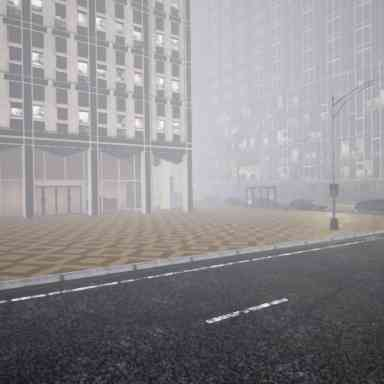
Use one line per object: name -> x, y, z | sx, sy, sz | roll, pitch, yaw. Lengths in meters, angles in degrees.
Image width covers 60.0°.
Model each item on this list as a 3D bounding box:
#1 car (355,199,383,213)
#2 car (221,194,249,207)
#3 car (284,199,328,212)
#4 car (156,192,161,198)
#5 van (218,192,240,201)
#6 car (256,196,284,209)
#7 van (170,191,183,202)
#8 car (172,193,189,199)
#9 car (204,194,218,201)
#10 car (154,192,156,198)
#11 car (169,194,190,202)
car -> 18.598, 1.393, 32.934 | 1.812, 1.442, 4.674 | -1, 1, -36
car -> 6.420, 1.317, 45.984 | 1.947, 1.339, 4.313 | -1, 1, -34
car -> 12.761, 1.421, 36.547 | 1.947, 1.339, 4.313 | -1, 1, -34
car -> -5.820, 0.612, 78.905 | 2.192, 1.841, 5.009 | 0, 1, -34
van -> 6.986, 0.852, 60.121 | 1.690, 1.788, 3.998 | -1, 1, -34
car -> 9.573, 1.385, 41.256 | 1.802, 1.307, 4.206 | -1, 1, -34
van -> -3.139, 0.935, 60.098 | 1.690, 1.788, 3.998 | 0, 1, -34
car -> -2.618, 0.933, 74.213 | 1.802, 1.307, 4.206 | 0, 1, -34
car -> 3.785, 1.040, 64.820 | 1.802, 1.307, 4.206 | -1, 1, -34
car -> -9.021, 0.683, 83.602 | 1.967, 1.590, 4.097 | 0, 1, -34
car -> -2.476, 1.092, 63.881 | 1.994, 1.385, 4.181 | -1, 1, -34
